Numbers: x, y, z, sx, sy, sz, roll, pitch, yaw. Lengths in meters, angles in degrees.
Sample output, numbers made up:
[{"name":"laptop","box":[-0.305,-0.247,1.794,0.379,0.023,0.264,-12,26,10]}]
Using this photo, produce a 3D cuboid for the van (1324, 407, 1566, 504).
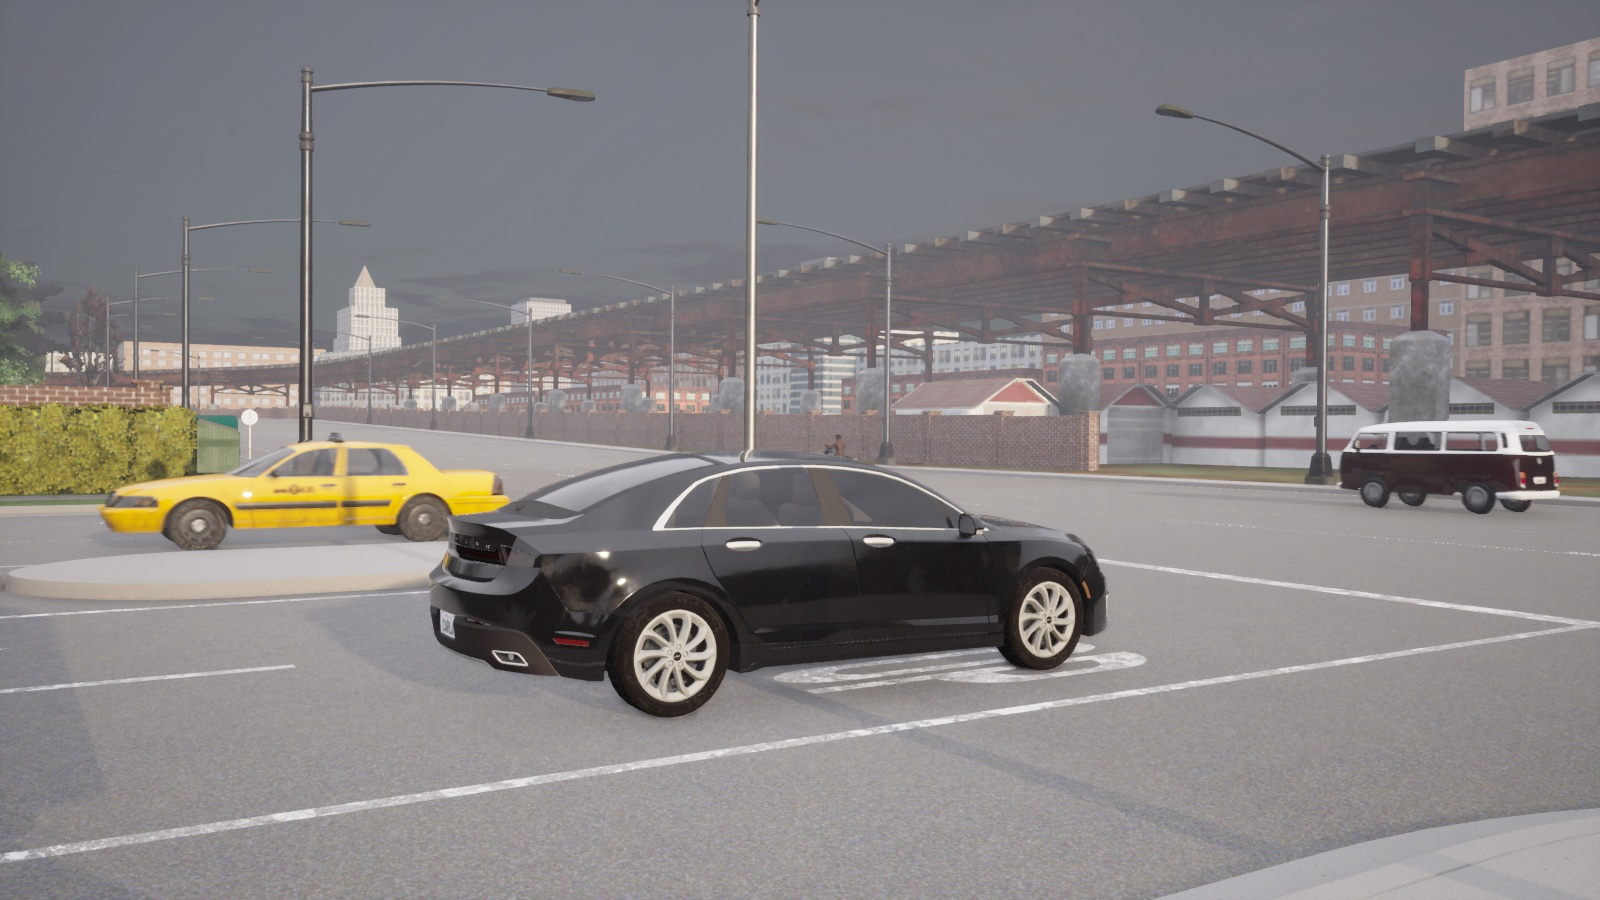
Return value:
[{"name":"van","box":[14.639,0.082,28.744,2.069,2.038,4.480,-1,1,-32]}]

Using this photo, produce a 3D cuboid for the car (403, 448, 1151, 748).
[{"name":"car","box":[0.004,0.771,8.637,4.892,1.490,1.837,-1,1,-32]}]

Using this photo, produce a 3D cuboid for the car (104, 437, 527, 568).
[{"name":"car","box":[-6.804,0.638,17.937,5.366,1.575,1.801,-1,1,-32]}]
